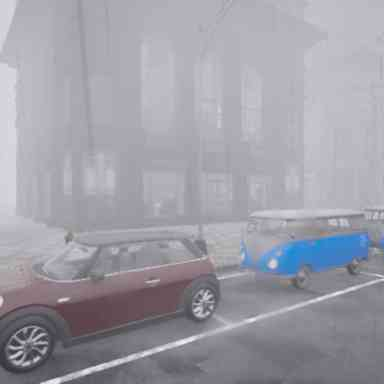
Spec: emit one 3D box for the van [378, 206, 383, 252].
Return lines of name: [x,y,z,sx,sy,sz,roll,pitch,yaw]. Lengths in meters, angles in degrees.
van: [7.644,1.365,12.098,3.998,1.788,1.690,0,0,-35]

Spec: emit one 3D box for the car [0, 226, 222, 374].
car: [-1.535,1.443,5.555,4.097,1.590,1.967,0,0,-35]

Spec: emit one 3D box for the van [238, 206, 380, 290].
van: [3.055,1.354,8.827,3.998,1.788,1.690,0,0,-35]
